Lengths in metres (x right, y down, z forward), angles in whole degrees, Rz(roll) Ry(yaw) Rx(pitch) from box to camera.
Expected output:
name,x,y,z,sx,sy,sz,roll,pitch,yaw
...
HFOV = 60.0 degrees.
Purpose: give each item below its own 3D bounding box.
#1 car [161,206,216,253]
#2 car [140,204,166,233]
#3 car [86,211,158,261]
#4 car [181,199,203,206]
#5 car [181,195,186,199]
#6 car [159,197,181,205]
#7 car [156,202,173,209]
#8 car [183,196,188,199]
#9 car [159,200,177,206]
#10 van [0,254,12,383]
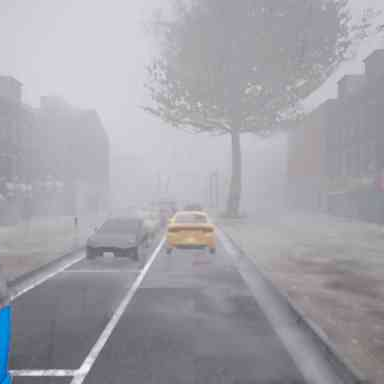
name,x,y,z,sx,sy,sz,roll,pitch,yaw
car,-0.037,1.556,14.223,1.882,1.535,5.008,0,0,0
car,-2.634,1.626,18.091,1.752,1.417,4.829,2,0,0
car,-2.630,1.636,12.725,1.947,1.339,4.313,2,0,0
car,0.069,1.690,32.488,1.837,1.490,4.892,0,-1,0
car,-2.703,2.093,83.888,1.947,1.339,4.313,1,0,0
car,-2.646,1.516,34.867,2.192,1.841,5.009,1,0,0
car,-2.641,1.678,23.795,1.887,1.381,4.507,2,0,0
car,0.059,1.747,45.640,1.882,1.535,5.008,0,0,0
car,-2.647,1.717,29.331,2.008,1.369,4.403,1,0,0
van,-2.612,1.351,1.656,1.690,1.788,3.998,2,0,0
